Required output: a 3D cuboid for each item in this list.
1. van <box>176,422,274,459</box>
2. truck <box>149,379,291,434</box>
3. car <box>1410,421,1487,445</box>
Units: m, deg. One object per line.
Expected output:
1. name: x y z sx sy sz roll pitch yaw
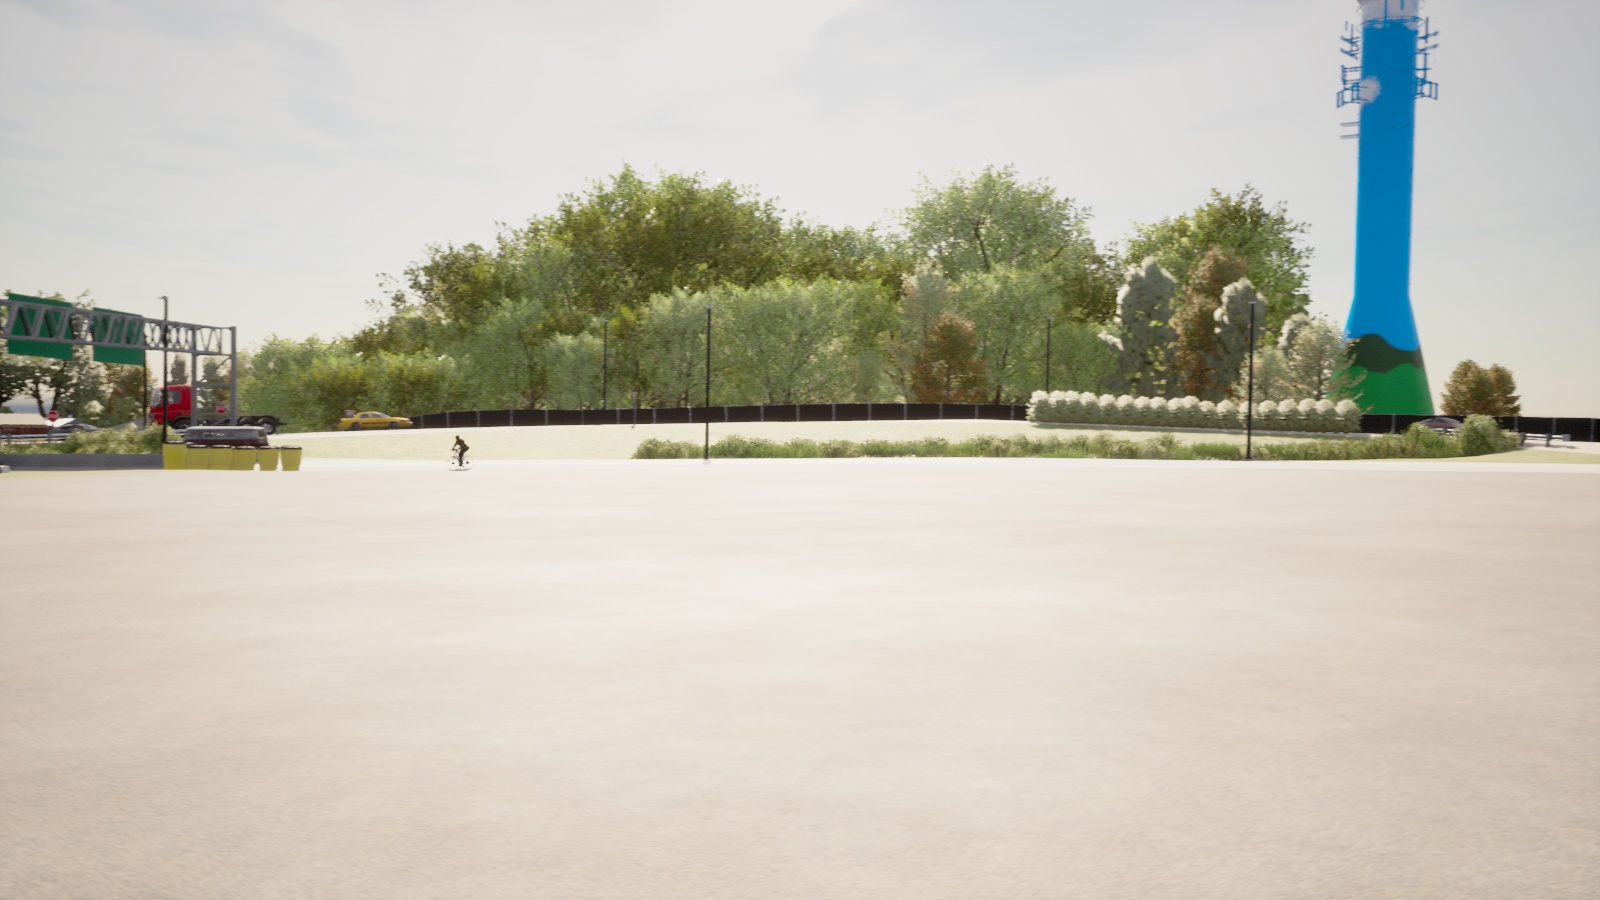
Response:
1. van: -31.001 -0.524 67.769 4.442 1.987 1.775 0 2 -2
2. truck: -37.952 -2.896 82.280 7.936 3.462 2.891 -2 3 -35
3. car: 44.598 -1.187 86.442 1.994 1.385 4.181 1 3 -35
